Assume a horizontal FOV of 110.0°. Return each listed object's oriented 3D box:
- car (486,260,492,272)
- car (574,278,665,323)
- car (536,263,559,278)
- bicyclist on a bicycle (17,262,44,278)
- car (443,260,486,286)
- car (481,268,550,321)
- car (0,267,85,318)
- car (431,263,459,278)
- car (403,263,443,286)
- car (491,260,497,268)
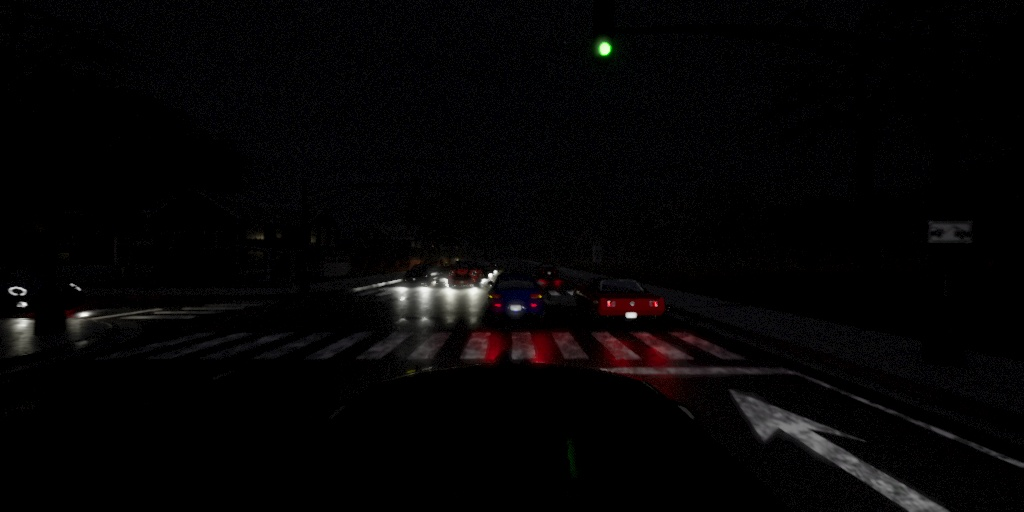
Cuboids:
[{"bbox_3d":[-3.304,1.400,34.609,1.994,1.385,4.181,0,0,0],"label":"car"},{"bbox_3d":[3.363,1.382,12.300,1.895,1.301,4.718,0,0,0],"label":"car"},{"bbox_3d":[3.393,1.361,34.703,1.812,1.442,4.674,0,0,0],"label":"car"},{"bbox_3d":[-24.618,1.142,18.490,0.582,1.620,1.656,0,0,0],"label":"bicyclist on a bicycle"},{"bbox_3d":[-3.319,1.169,25.966,2.097,1.767,4.553,0,0,0],"label":"car"},{"bbox_3d":[0.114,1.308,12.489,1.812,1.442,4.674,0,0,0],"label":"car"},{"bbox_3d":[-18.201,1.165,12.619,4.553,1.767,2.097,0,0,0],"label":"car"},{"bbox_3d":[-6.550,1.402,35.412,1.994,1.385,4.181,0,0,0],"label":"car"},{"bbox_3d":[-6.567,1.323,26.503,1.837,1.490,4.892,0,0,0],"label":"car"},{"bbox_3d":[-3.265,1.384,44.612,1.812,1.442,4.674,0,0,1],"label":"car"}]
